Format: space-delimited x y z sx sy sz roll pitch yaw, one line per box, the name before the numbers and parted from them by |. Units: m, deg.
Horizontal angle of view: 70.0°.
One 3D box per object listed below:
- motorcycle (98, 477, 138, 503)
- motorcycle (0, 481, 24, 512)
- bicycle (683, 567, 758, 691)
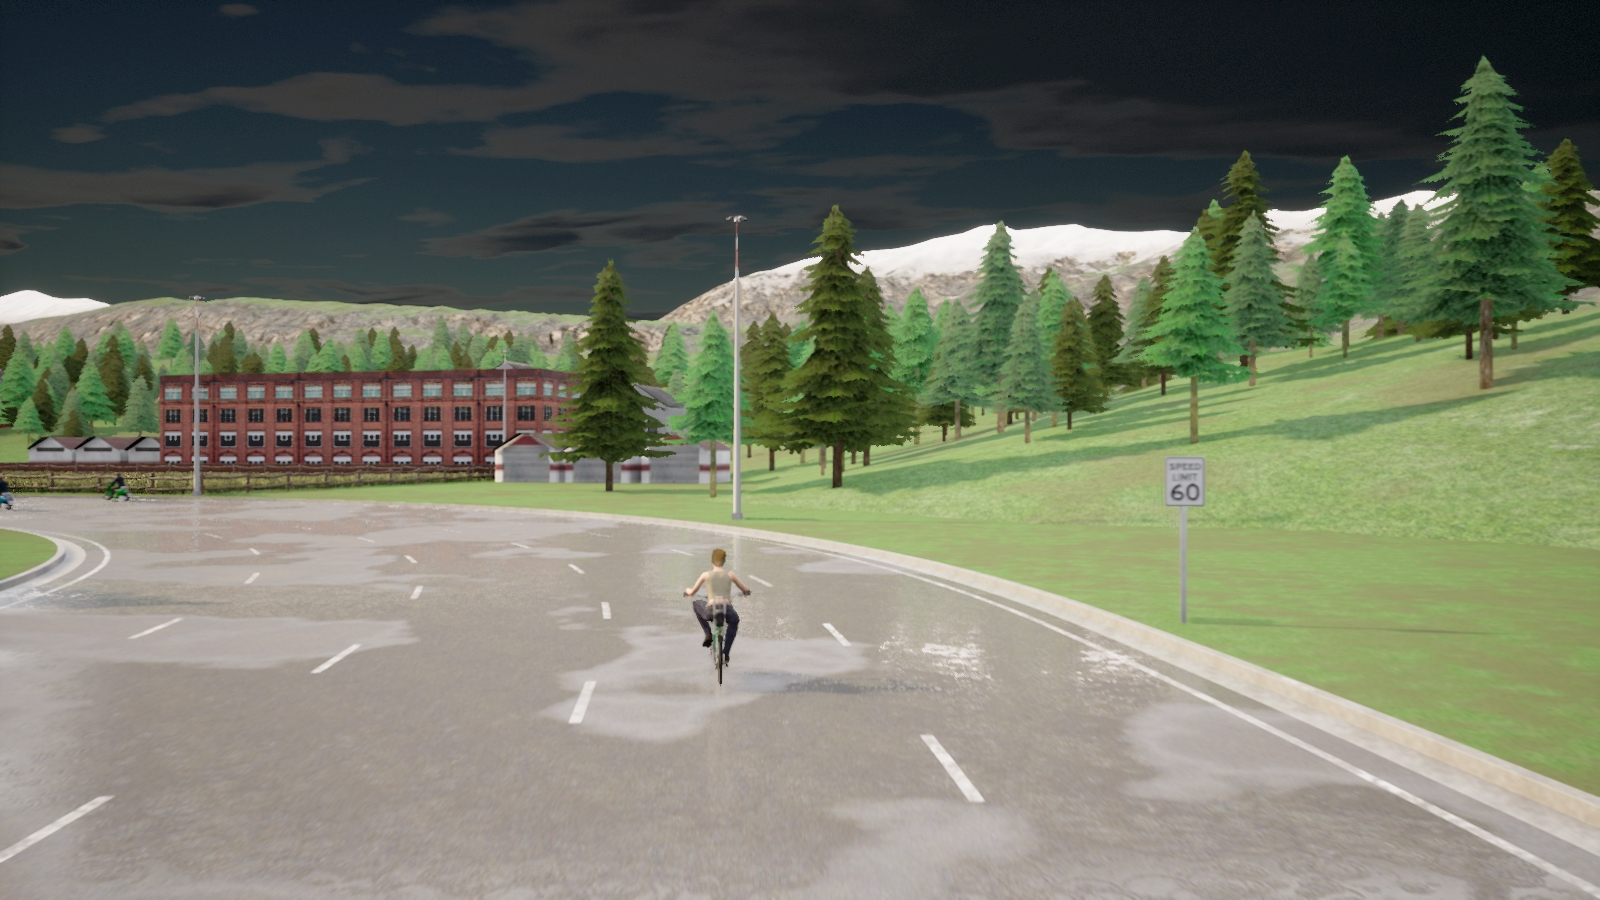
motorcycle | -37.144 2.172 62.230 1.805 1.316 0.856 0 2 17
motorcycle | -37.166 2.168 53.217 1.805 1.316 0.856 0 4 28
bicycle | -1.002 2.164 14.084 0.859 1.276 1.487 0 0 -6
